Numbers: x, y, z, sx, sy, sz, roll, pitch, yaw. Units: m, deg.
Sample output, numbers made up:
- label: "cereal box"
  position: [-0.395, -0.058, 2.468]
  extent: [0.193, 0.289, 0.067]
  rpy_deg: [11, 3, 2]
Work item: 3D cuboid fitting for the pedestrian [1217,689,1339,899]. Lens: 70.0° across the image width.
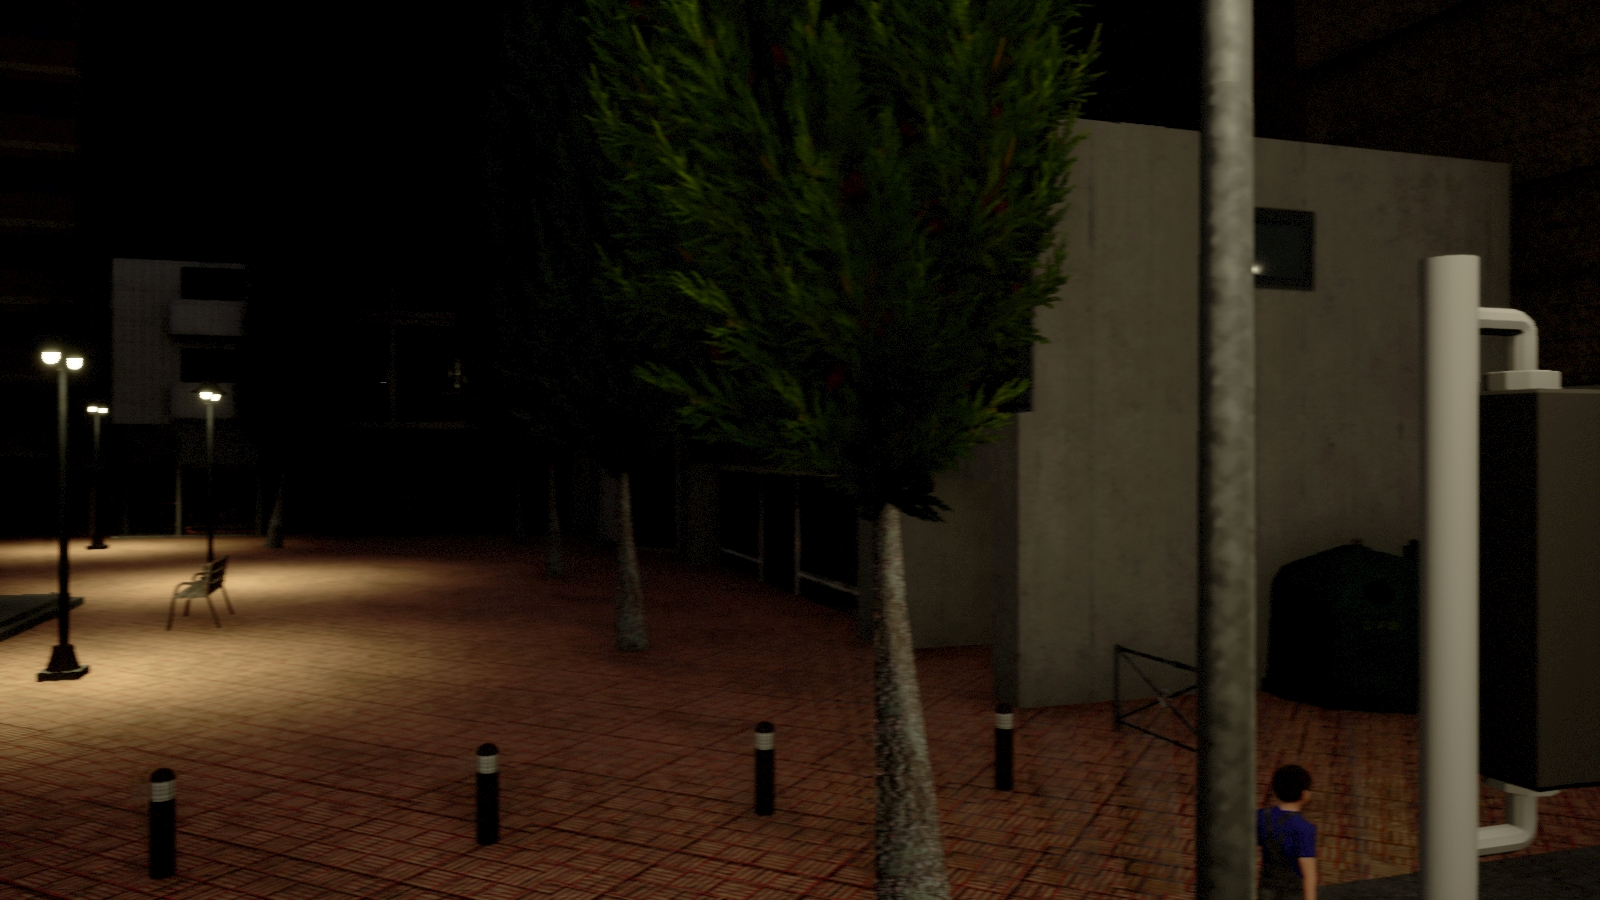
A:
- label: "pedestrian"
  position: [2.183, 1.799, 5.218]
  extent: [0.375, 1.300, 0.375]
  rpy_deg: [0, 0, -37]
